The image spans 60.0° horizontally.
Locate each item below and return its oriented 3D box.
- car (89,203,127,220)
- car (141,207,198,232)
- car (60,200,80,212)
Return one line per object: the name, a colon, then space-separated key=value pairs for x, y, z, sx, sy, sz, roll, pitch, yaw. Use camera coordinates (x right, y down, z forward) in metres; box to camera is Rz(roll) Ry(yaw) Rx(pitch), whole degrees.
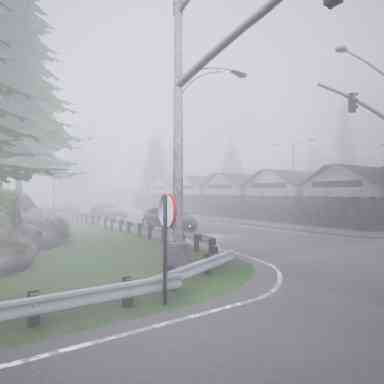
car: x=-7.610 y=1.739 z=29.742 sx=2.033 sy=1.411 sz=5.357 roll=0 pitch=0 yaw=-34
car: x=-1.512 y=1.696 z=20.984 sx=1.837 sy=1.490 sz=4.892 roll=0 pitch=0 yaw=-35
car: x=-15.014 y=1.734 z=40.696 sx=2.033 sy=1.411 sz=5.357 roll=0 pitch=0 yaw=-26
